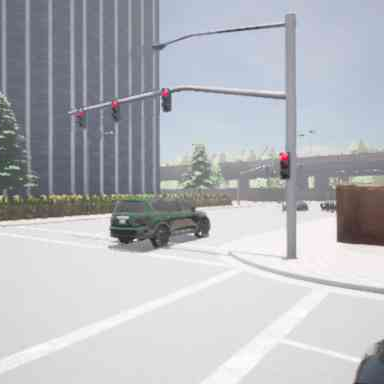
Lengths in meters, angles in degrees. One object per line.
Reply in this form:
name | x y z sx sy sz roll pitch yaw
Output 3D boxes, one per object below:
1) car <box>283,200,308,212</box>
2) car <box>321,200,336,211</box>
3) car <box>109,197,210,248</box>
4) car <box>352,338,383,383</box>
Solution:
car | 12.606 1.604 40.417 1.994 1.385 4.181 0 0 35
car | 17.520 1.624 41.286 1.895 1.301 4.718 0 0 35
car | -1.276 1.260 15.370 2.150 2.045 5.566 -1 -1 33
car | 3.402 1.494 1.555 4.892 1.490 1.837 0 0 36
